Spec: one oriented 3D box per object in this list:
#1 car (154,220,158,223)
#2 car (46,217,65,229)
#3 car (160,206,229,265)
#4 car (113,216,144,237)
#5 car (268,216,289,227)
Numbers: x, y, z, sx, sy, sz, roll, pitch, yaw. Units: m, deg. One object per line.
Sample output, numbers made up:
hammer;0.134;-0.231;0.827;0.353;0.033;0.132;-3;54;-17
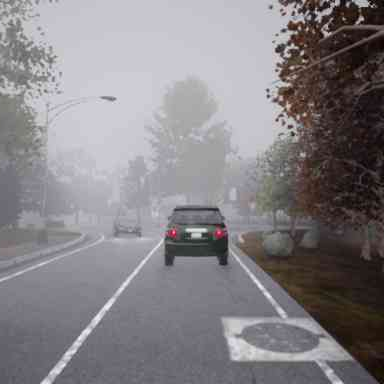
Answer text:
car;-4.805;5.816;66.658;5.357;1.411;2.033;1;-5;-2
car;-17.355;3.889;42.042;1.882;1.535;5.008;2;-5;-27
car;0.165;1.556;13.063;2.150;2.045;5.566;0;-2;0
car;-4.837;2.537;24.809;1.837;1.490;4.892;2;-5;-16
car;13.348;4.525;51.558;2.097;1.767;4.553;0;-5;-1
